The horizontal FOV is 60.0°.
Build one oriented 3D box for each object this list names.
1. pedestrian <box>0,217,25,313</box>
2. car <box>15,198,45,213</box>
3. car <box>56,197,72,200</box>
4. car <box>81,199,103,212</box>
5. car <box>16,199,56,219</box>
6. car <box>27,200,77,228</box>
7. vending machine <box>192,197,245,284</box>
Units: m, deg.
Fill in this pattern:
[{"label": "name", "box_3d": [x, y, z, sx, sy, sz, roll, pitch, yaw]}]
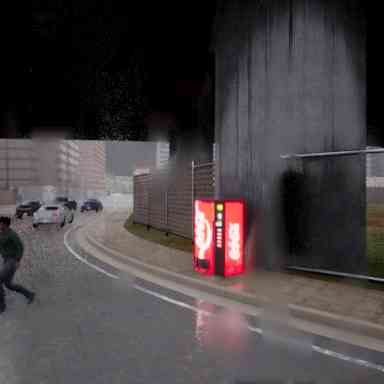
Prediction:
[{"label": "pedestrian", "box_3d": [-3.441, 1.293, 6.236, 0.375, 1.860, 0.375, 0, 0, -40]}, {"label": "car", "box_3d": [-18.767, 1.523, 38.748, 1.812, 1.442, 4.674, 0, 0, -8]}, {"label": "car", "box_3d": [-15.166, 1.351, 39.685, 2.097, 1.767, 4.553, 0, 0, -8]}, {"label": "car", "box_3d": [-11.434, 1.524, 38.120, 1.812, 1.442, 4.674, 0, 0, -8]}, {"label": "car", "box_3d": [-13.730, 1.502, 29.107, 1.837, 1.490, 4.892, 0, 0, -8]}, {"label": "car", "box_3d": [-9.178, 1.525, 22.194, 1.812, 1.442, 4.674, 0, 0, -10]}, {"label": "vending machine", "box_3d": [0.708, 1.195, 8.803, 1.100, 2.100, 0.880, 0, 0, -42]}]
